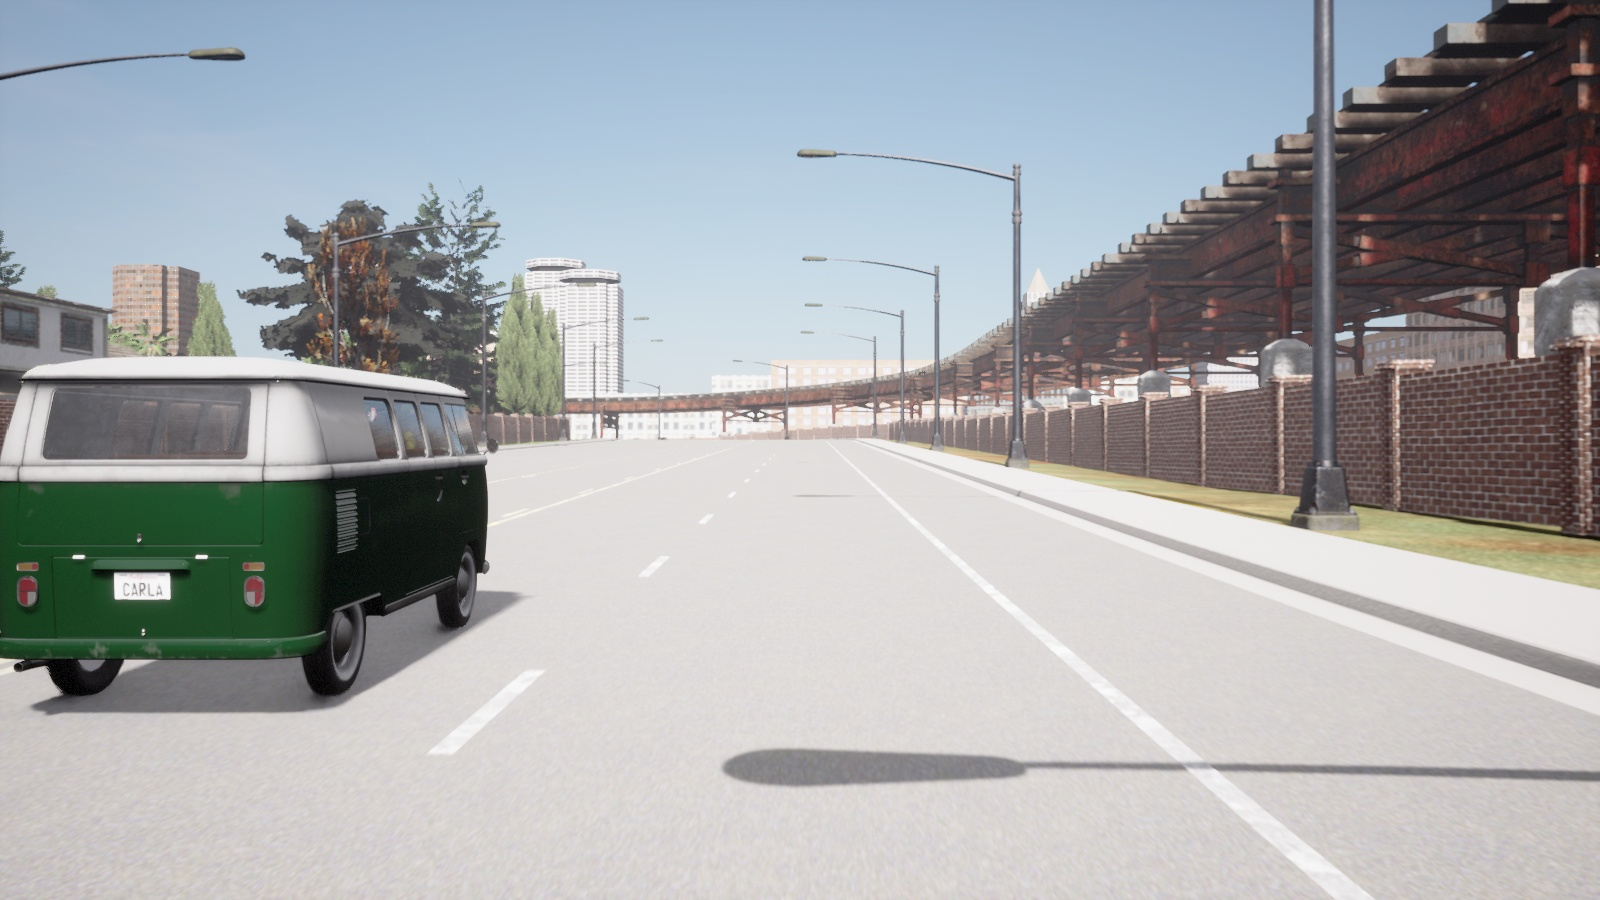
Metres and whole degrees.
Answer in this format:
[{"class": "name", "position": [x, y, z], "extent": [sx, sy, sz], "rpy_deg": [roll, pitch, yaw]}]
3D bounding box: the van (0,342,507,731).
[{"class": "van", "position": [-3.434, 0.415, 8.639], "extent": [1.775, 1.987, 4.442], "rpy_deg": [0, 1, 0]}]
